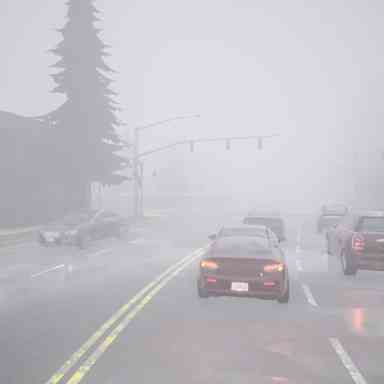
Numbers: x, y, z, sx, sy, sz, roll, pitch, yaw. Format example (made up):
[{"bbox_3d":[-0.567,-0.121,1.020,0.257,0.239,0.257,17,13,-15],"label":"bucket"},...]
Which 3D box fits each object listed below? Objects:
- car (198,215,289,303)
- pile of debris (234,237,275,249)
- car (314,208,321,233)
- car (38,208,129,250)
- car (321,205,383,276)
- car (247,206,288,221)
[{"bbox_3d":[1.323,1.526,8.200,1.812,1.442,4.674,0,0,12],"label":"car"},{"bbox_3d":[2.728,2.175,14.287,1.500,0.140,1.860,0,0,18],"label":"pile of debris"},{"bbox_3d":[8.144,1.491,19.104,2.128,1.511,4.902,0,0,20],"label":"car"},{"bbox_3d":[-4.488,1.493,14.526,2.128,1.511,4.902,0,0,17],"label":"car"},{"bbox_3d":[5.506,1.352,10.286,2.097,1.767,4.553,0,0,14],"label":"car"},{"bbox_3d":[3.827,1.478,17.116,1.882,1.535,5.008,0,0,18],"label":"car"}]
